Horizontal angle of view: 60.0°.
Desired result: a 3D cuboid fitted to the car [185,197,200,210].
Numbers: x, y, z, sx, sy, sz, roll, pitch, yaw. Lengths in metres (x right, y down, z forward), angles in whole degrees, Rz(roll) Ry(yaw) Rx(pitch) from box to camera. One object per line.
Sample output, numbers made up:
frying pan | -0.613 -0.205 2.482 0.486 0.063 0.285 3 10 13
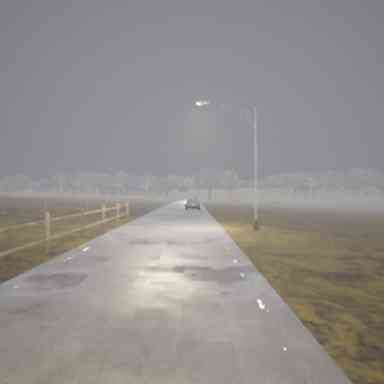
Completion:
car | 0.101 1.604 44.592 1.994 1.385 4.181 0 0 0

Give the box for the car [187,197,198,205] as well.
car | 0.102 1.701 62.911 2.033 1.411 5.357 0 0 0
